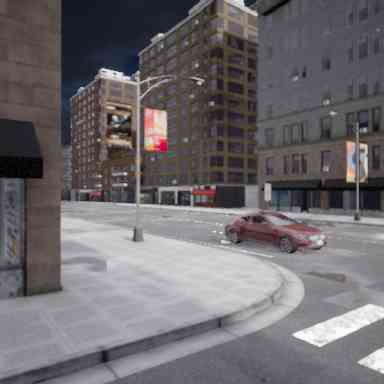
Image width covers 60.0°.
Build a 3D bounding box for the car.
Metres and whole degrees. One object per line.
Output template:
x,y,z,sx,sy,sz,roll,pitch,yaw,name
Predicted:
3.265,1.577,13.927,1.812,1.442,4.674,0,0,-36,car
